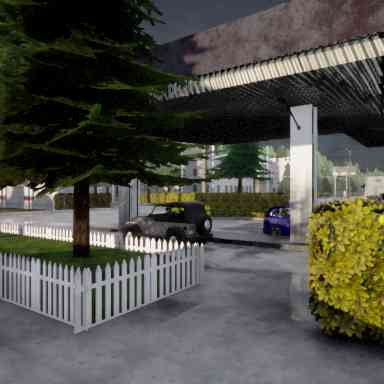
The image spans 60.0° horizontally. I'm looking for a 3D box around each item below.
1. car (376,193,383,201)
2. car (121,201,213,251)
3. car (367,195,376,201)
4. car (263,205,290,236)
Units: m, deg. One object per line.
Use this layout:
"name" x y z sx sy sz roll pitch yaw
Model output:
"car" 25.742 1.077 43.543 1.905 1.878 3.866 0 0 35
"car" -1.014 1.313 13.860 3.866 1.878 1.905 0 0 35
"car" 33.007 1.298 60.284 2.007 1.523 4.514 0 0 35
"car" 5.787 1.480 16.009 4.611 1.667 2.242 0 0 35
